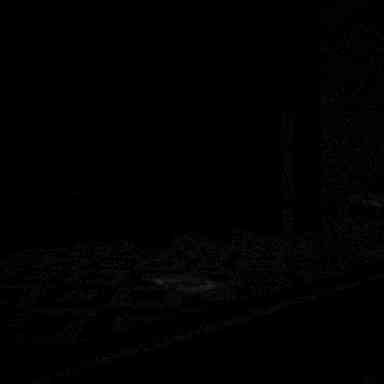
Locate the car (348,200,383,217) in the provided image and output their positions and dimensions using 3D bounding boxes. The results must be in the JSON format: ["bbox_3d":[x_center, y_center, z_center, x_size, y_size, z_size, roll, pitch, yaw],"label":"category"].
[{"bbox_3d":[14.846,1.367,28.314,2.008,1.369,4.403,1,0,-36],"label":"car"}]

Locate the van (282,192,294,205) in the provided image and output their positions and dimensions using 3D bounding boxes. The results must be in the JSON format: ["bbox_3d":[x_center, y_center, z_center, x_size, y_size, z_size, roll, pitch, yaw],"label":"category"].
[{"bbox_3d":[12.282,0.930,46.588,1.690,1.788,3.998,1,0,-36],"label":"van"}]

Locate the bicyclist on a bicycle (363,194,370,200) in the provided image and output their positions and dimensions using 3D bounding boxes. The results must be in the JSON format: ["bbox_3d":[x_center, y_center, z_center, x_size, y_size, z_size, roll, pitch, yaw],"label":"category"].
[{"bbox_3d":[20.870,1.030,39.644,1.656,1.620,0.582,0,1,-36],"label":"bicyclist on a bicycle"}]
